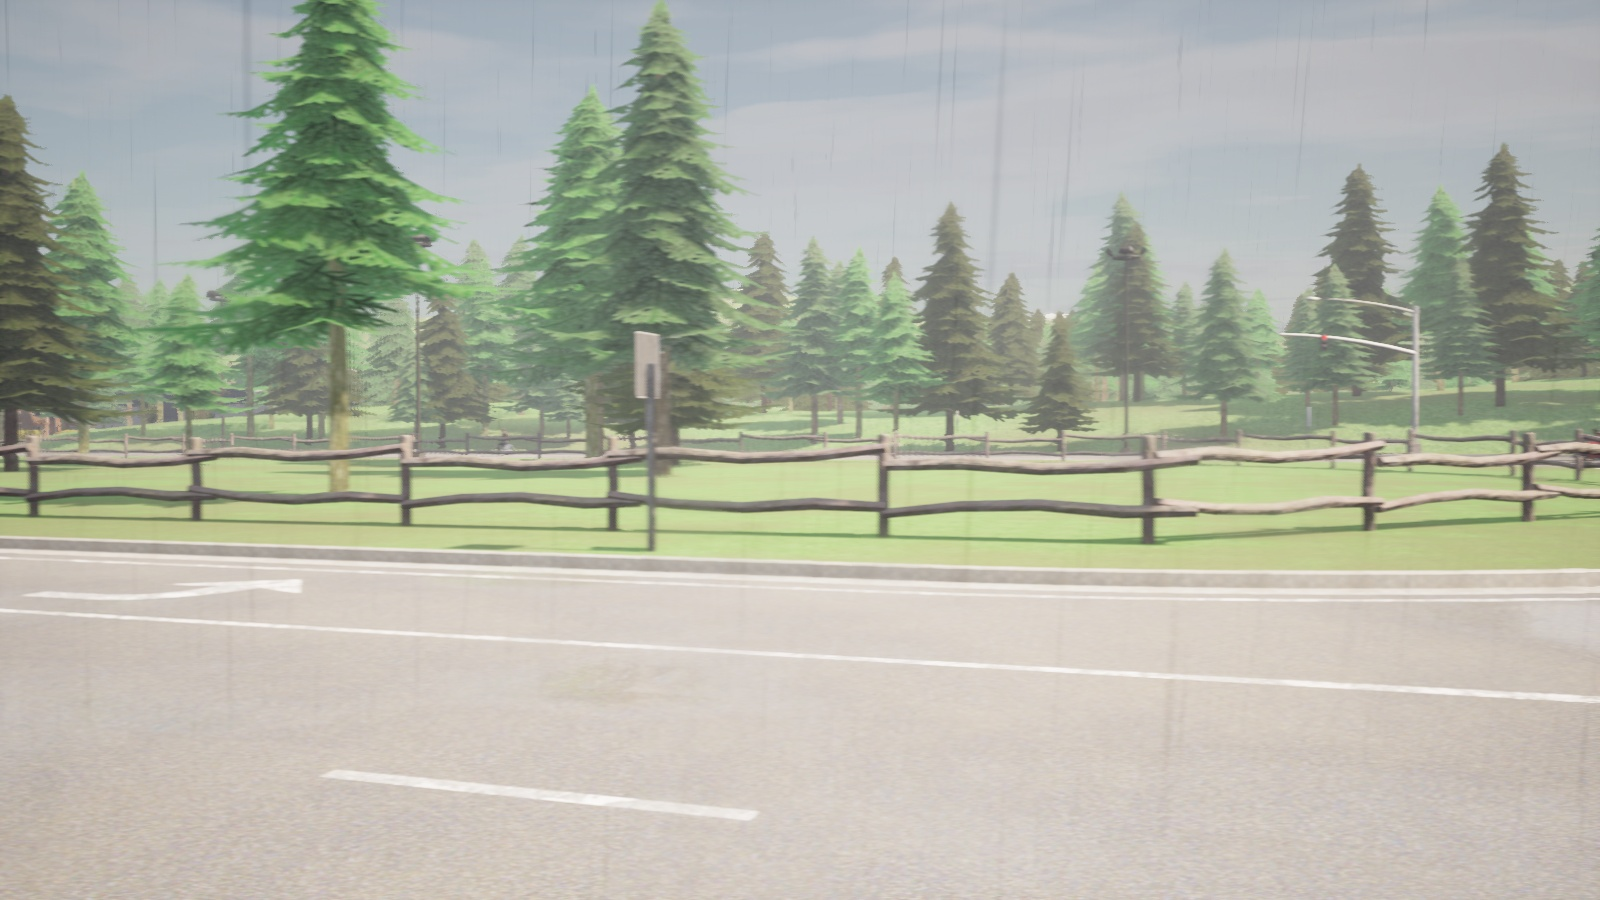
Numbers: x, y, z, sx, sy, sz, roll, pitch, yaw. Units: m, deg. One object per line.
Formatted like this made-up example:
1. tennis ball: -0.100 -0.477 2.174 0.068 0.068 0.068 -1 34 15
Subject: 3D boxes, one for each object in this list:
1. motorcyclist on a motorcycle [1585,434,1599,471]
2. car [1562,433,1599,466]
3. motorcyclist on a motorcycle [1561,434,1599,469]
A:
1. motorcyclist on a motorcycle: 33.965 0.099 52.271 2.044 1.523 0.797 1 1 19
2. car: 38.364 -0.005 58.168 4.902 1.511 2.128 1 1 19
3. motorcyclist on a motorcycle: 34.989 0.049 55.619 2.044 1.523 0.797 1 1 19
